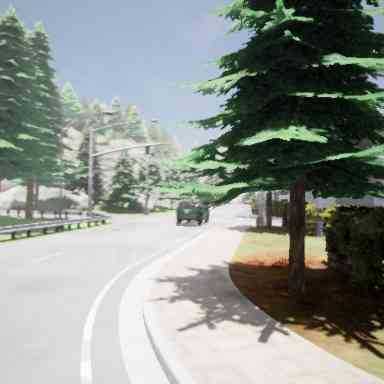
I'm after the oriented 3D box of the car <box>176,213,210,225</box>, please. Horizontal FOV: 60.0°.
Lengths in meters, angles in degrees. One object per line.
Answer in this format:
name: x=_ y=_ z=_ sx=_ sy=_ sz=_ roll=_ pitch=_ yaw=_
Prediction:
car: x=0.145 y=1.760 z=29.354 sx=2.150 sy=2.045 sz=5.566 roll=1 pitch=-1 yaw=12
